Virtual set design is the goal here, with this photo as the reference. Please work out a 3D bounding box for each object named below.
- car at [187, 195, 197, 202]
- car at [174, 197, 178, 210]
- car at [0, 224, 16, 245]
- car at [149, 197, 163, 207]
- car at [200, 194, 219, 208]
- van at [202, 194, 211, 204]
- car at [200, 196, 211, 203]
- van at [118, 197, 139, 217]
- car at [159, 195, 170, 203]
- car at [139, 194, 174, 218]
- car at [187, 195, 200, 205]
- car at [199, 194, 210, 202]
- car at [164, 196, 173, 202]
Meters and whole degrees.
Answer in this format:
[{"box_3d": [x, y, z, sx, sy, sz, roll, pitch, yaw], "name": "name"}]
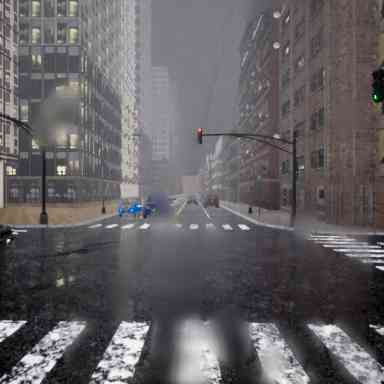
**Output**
[{"box_3d": [0.069, 1.419, 70.080, 2.033, 1.411, 5.357, 0, 0, 0], "name": "car"}, {"box_3d": [-3.059, 1.611, 39.963, 1.895, 1.301, 4.718, 0, 0, 0], "name": "car"}, {"box_3d": [-9.510, 1.395, 12.118, 5.357, 1.411, 2.033, 1, 0, -9], "name": "car"}, {"box_3d": [-5.641, 1.543, 52.618, 1.752, 1.417, 4.829, 0, 0, 0], "name": "car"}, {"box_3d": [2.734, 1.329, 47.231, 2.192, 1.841, 5.009, 0, 0, 0], "name": "car"}, {"box_3d": [2.750, 1.366, 63.883, 1.690, 1.788, 3.998, 0, 0, 0], "name": "van"}, {"box_3d": [2.756, 1.580, 69.433, 2.008, 1.369, 4.403, 0, 0, 0], "name": "car"}, {"box_3d": [-5.661, 1.347, 30.584, 1.690, 1.788, 3.998, 0, 0, 0], "name": "van"}, {"box_3d": [-5.625, 1.469, 69.440, 1.967, 1.590, 4.097, 0, 0, 0], "name": "car"}, {"box_3d": [-3.079, 1.227, 30.254, 2.150, 2.045, 5.566, 0, 0, 0], "name": "car"}, {"box_3d": [0.061, 1.623, 60.104, 1.895, 1.301, 4.718, 0, 0, 0], "name": "car"}, {"box_3d": [2.760, 1.348, 74.985, 2.192, 1.841, 5.009, 0, 0, 0], "name": "car"}, {"box_3d": [-5.614, 1.589, 80.543, 2.008, 1.369, 4.403, 0, 0, 0], "name": "car"}]
